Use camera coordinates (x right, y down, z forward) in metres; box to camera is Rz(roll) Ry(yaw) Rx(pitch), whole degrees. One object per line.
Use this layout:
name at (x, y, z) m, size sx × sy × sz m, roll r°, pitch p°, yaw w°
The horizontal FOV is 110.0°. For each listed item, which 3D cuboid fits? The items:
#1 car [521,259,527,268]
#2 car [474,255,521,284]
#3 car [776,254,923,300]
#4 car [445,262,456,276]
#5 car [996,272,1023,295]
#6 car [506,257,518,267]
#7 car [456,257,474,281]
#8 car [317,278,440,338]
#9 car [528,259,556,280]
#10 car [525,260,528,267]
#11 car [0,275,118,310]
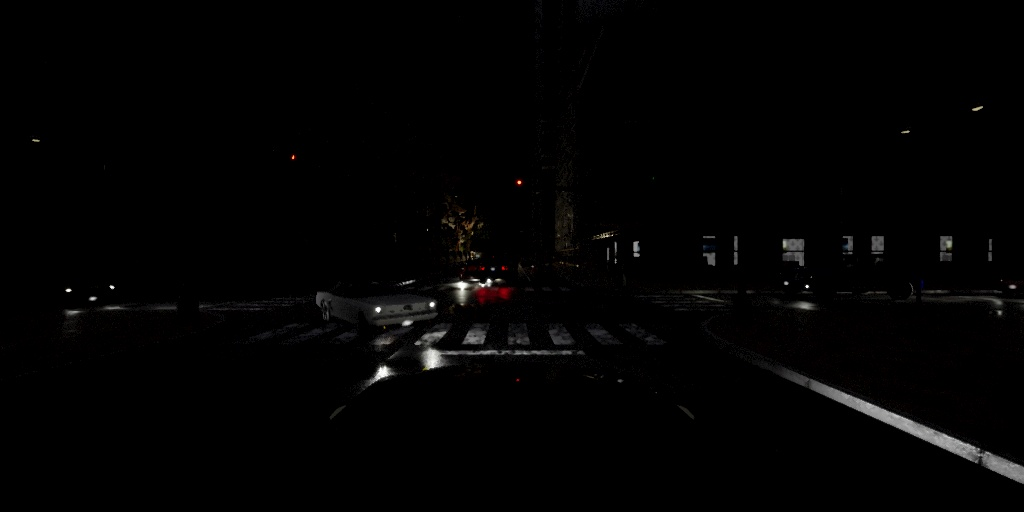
car at (2.652, 1.312, 59.232) m, size 1.948 × 1.339 × 4.313 m, roll 0°, pitch 0°, yaw 0°
car at (-0.902, 0.973, 26.787) m, size 2.150 × 2.045 × 5.566 m, roll 0°, pitch 0°, yaw 8°
car at (15.702, 0.925, 16.863) m, size 5.566 × 2.045 × 2.150 m, roll 0°, pitch 0°, yaw 1°
car at (-5.714, 1.296, 36.499) m, size 1.888 × 1.381 × 4.507 m, roll 0°, pitch 0°, yaw 0°
car at (25.777, 1.164, 16.656) m, size 4.902 × 1.511 × 2.128 m, roll 0°, pitch 0°, yaw 1°
car at (0.062, 1.094, 64.260) m, size 2.097 × 1.767 × 4.553 m, roll 0°, pitch 0°, yaw 0°
car at (-3.119, 1.103, 29.998) m, size 2.097 × 1.767 × 4.553 m, roll 0°, pitch 0°, yaw 0°
car at (-4.075, 1.352, 10.510) m, size 1.895 × 1.301 × 4.718 m, roll 0°, pitch 0°, yaw -43°
car at (2.671, 1.190, 30.826) m, size 1.967 × 1.591 × 4.097 m, roll 0°, pitch 0°, yaw 0°
car at (2.667, 1.317, 36.507) m, size 1.948 × 1.339 × 4.313 m, roll 0°, pitch 0°, yaw 0°
car at (-18.942, 1.395, 14.364) m, size 4.718 × 1.301 × 1.895 m, roll 0°, pitch 0°, yaw 1°
